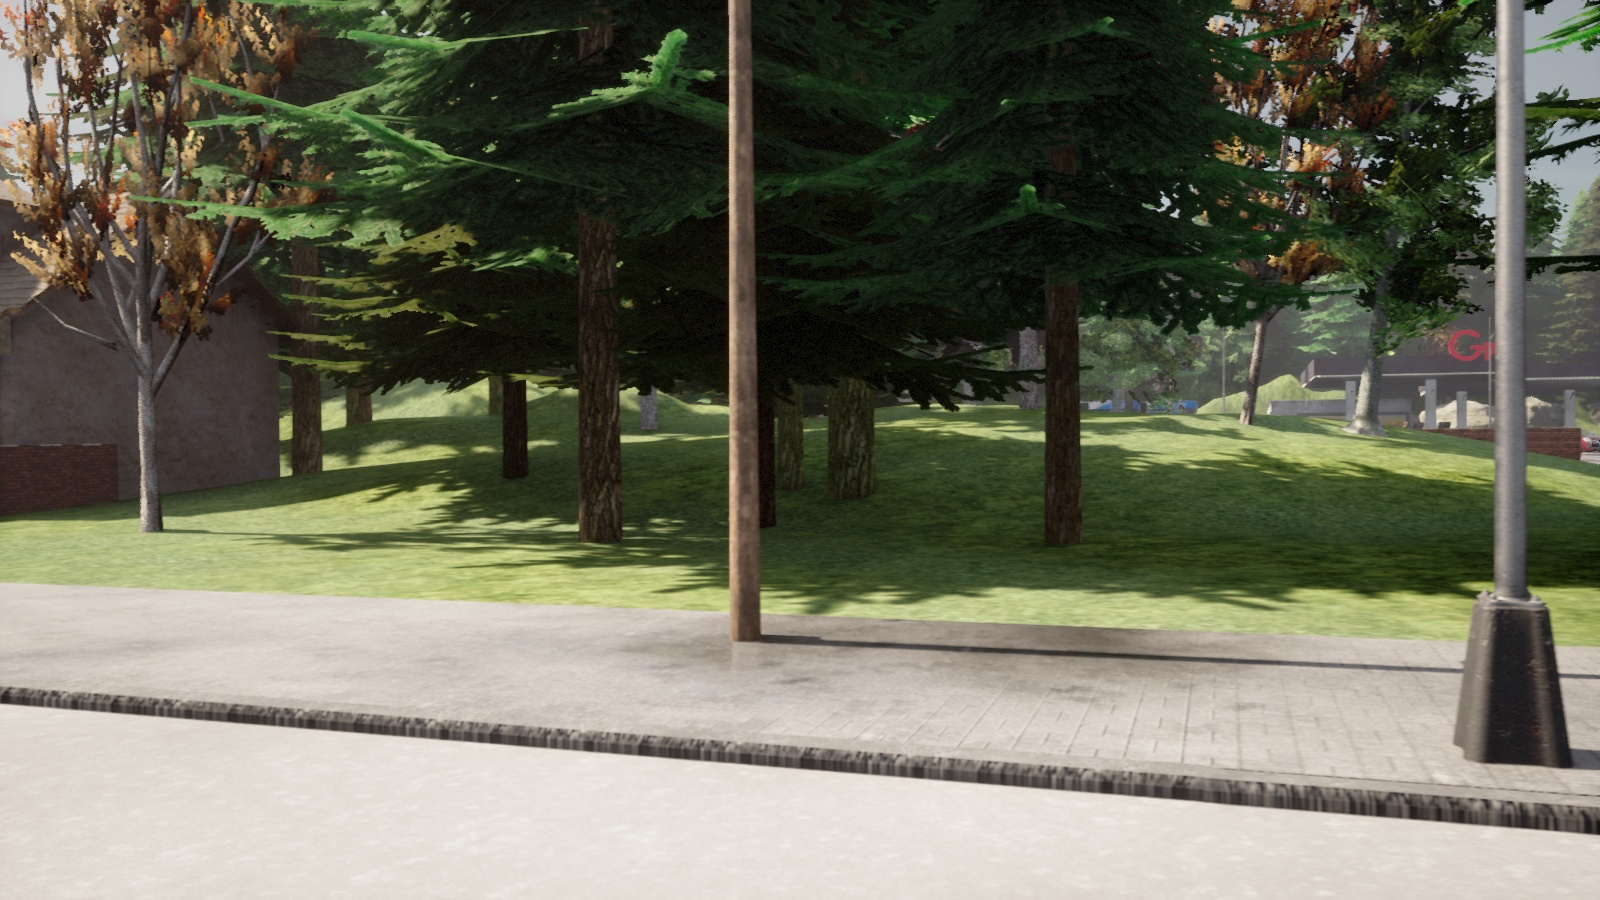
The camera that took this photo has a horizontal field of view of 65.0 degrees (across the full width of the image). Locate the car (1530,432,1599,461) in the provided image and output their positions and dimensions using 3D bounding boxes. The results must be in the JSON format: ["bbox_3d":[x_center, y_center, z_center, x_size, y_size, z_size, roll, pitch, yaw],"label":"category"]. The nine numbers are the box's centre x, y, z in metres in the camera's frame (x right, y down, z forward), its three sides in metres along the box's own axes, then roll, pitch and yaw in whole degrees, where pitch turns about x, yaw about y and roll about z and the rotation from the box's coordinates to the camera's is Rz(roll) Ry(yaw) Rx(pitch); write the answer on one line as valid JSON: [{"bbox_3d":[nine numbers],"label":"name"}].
[{"bbox_3d":[41.086,-0.205,66.705,1.970,1.475,3.806,0,1,-10],"label":"car"}]
